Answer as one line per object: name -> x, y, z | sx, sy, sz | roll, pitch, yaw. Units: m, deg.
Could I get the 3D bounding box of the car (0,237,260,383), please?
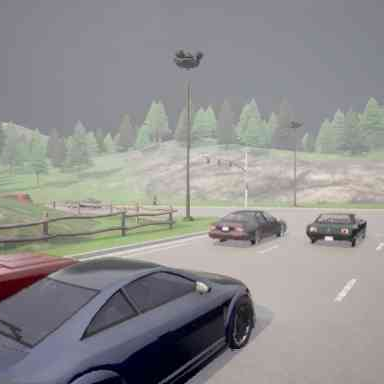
car -> -0.796, 1.564, 4.301 | 1.994, 1.385, 4.181 | 0, 0, 35

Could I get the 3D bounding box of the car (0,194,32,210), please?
car -> -21.876, 1.222, 39.324 | 5.566, 2.045, 2.150 | 0, 0, 0

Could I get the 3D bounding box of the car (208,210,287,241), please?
car -> 2.783, 1.548, 15.643 | 2.033, 1.411, 5.357 | 0, 0, 34

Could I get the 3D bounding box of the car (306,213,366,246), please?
car -> 6.820, 1.601, 15.377 | 1.895, 1.301, 4.718 | 0, 0, 34

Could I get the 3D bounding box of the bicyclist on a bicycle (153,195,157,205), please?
bicyclist on a bicycle -> -5.785, 1.302, 51.925 | 0.582, 1.620, 1.656 | 0, 0, 14

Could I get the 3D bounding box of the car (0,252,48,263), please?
car -> -4.215, 1.601, 5.512 | 1.895, 1.301, 4.718 | 0, 0, 35

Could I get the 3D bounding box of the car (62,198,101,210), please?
car -> -13.996, 1.491, 42.257 | 4.902, 1.511, 2.128 | 0, 0, 9
